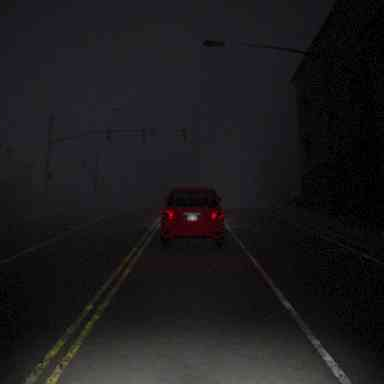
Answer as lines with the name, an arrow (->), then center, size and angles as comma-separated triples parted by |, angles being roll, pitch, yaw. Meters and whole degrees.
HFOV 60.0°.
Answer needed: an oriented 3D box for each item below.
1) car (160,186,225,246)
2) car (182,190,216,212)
car -> 0.032, 0.786, 13.056 | 2.150, 2.045, 5.566 | 1, 2, 0
car -> 0.767, 0.910, 30.629 | 2.128, 1.511, 4.902 | -2, -7, 14
